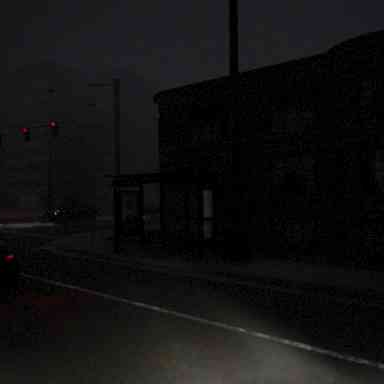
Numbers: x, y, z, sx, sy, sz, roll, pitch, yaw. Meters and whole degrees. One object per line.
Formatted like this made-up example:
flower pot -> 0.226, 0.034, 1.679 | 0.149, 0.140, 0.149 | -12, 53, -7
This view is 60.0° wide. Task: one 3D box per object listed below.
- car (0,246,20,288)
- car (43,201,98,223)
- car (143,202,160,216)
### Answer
car -> -6.218, 1.685, 8.433 | 4.181, 1.385, 1.994 | -1, -1, 36
car -> -10.646, 1.667, 29.251 | 2.097, 1.767, 4.553 | -1, -1, 36
car -> -4.714, 1.841, 37.579 | 1.812, 1.442, 4.674 | -1, -1, 36
